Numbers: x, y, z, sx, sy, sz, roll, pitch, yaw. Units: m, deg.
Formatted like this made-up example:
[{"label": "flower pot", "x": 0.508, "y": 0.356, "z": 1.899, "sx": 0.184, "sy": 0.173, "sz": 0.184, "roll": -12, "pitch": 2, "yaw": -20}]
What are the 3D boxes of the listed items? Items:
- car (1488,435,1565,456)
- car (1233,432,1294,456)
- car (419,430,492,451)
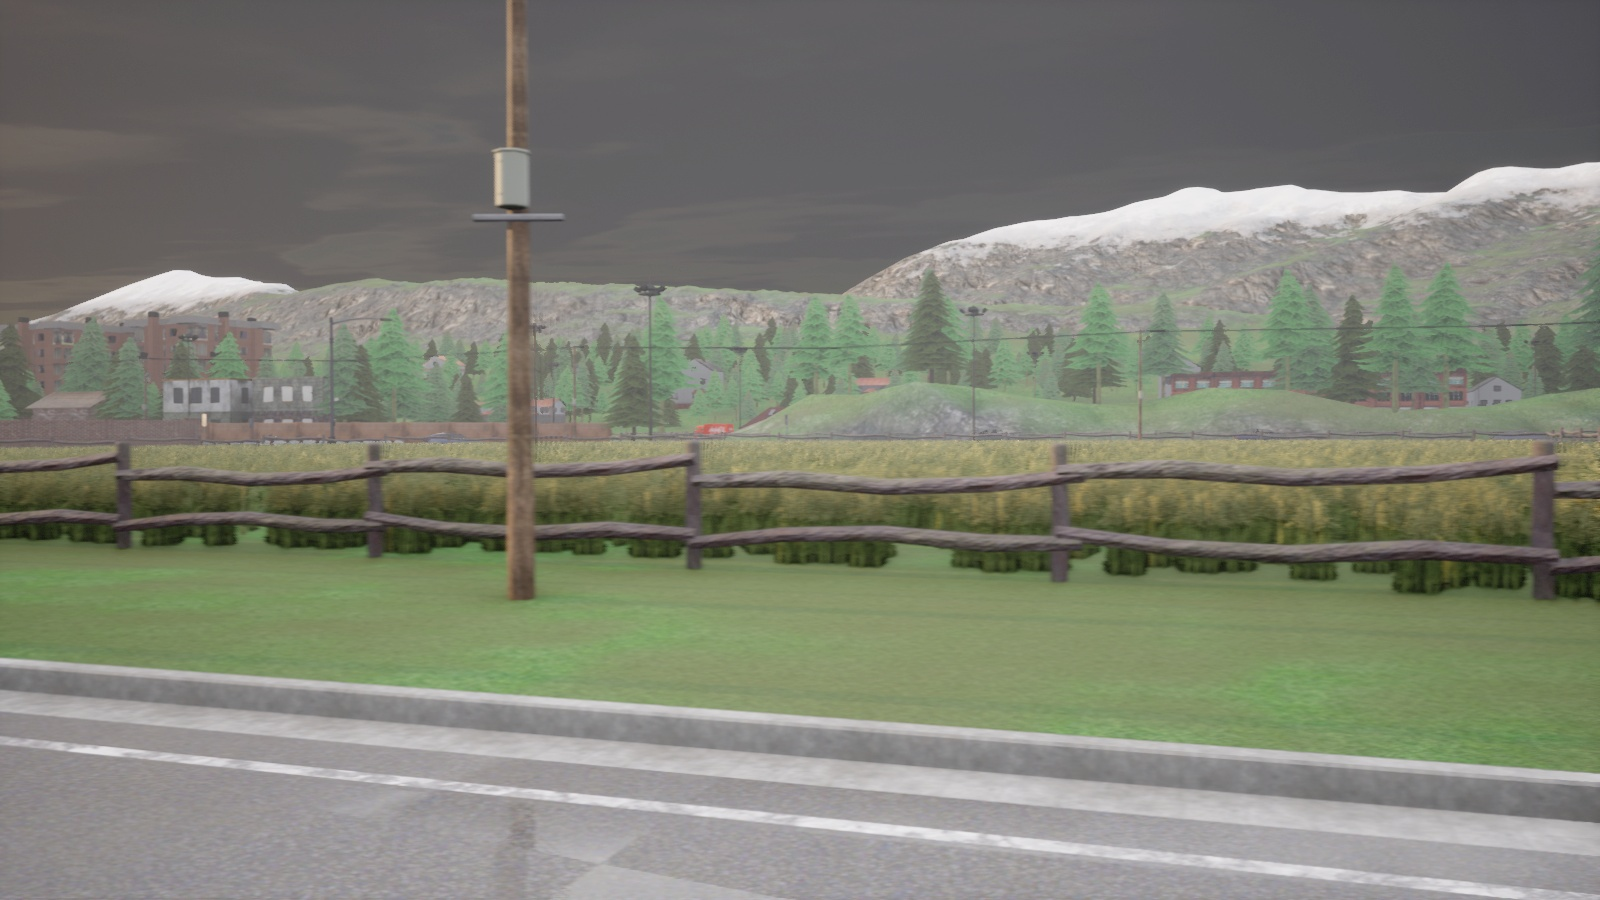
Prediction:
[{"label": "car", "x": 49.120, "y": -0.294, "z": 84.988, "sx": 4.181, "sy": 1.385, "sz": 1.994, "roll": 1, "pitch": 1, "yaw": 18}, {"label": "car", "x": 30.853, "y": -0.424, "z": 83.667, "sx": 3.705, "sy": 1.549, "sz": 1.789, "roll": 1, "pitch": 1, "yaw": 18}, {"label": "car", "x": -25.290, "y": -0.722, "z": 92.212, "sx": 4.792, "sy": 1.488, "sz": 2.163, "roll": 0, "pitch": 1, "yaw": -30}]
